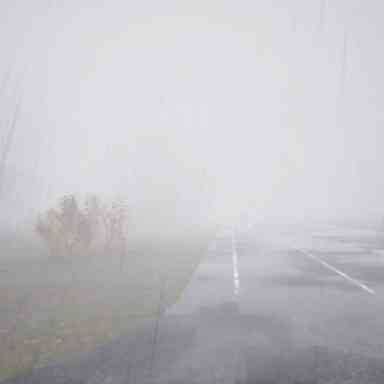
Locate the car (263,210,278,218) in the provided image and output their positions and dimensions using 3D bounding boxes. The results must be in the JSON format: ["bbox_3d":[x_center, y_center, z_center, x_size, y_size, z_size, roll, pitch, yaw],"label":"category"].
[{"bbox_3d":[17.806,4.823,74.230,2.097,1.767,4.553,-2,-3,7],"label":"car"}]

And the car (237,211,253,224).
[{"bbox_3d":[7.794,3.996,49.479,1.837,1.490,4.892,-2,-3,7],"label":"car"}]
